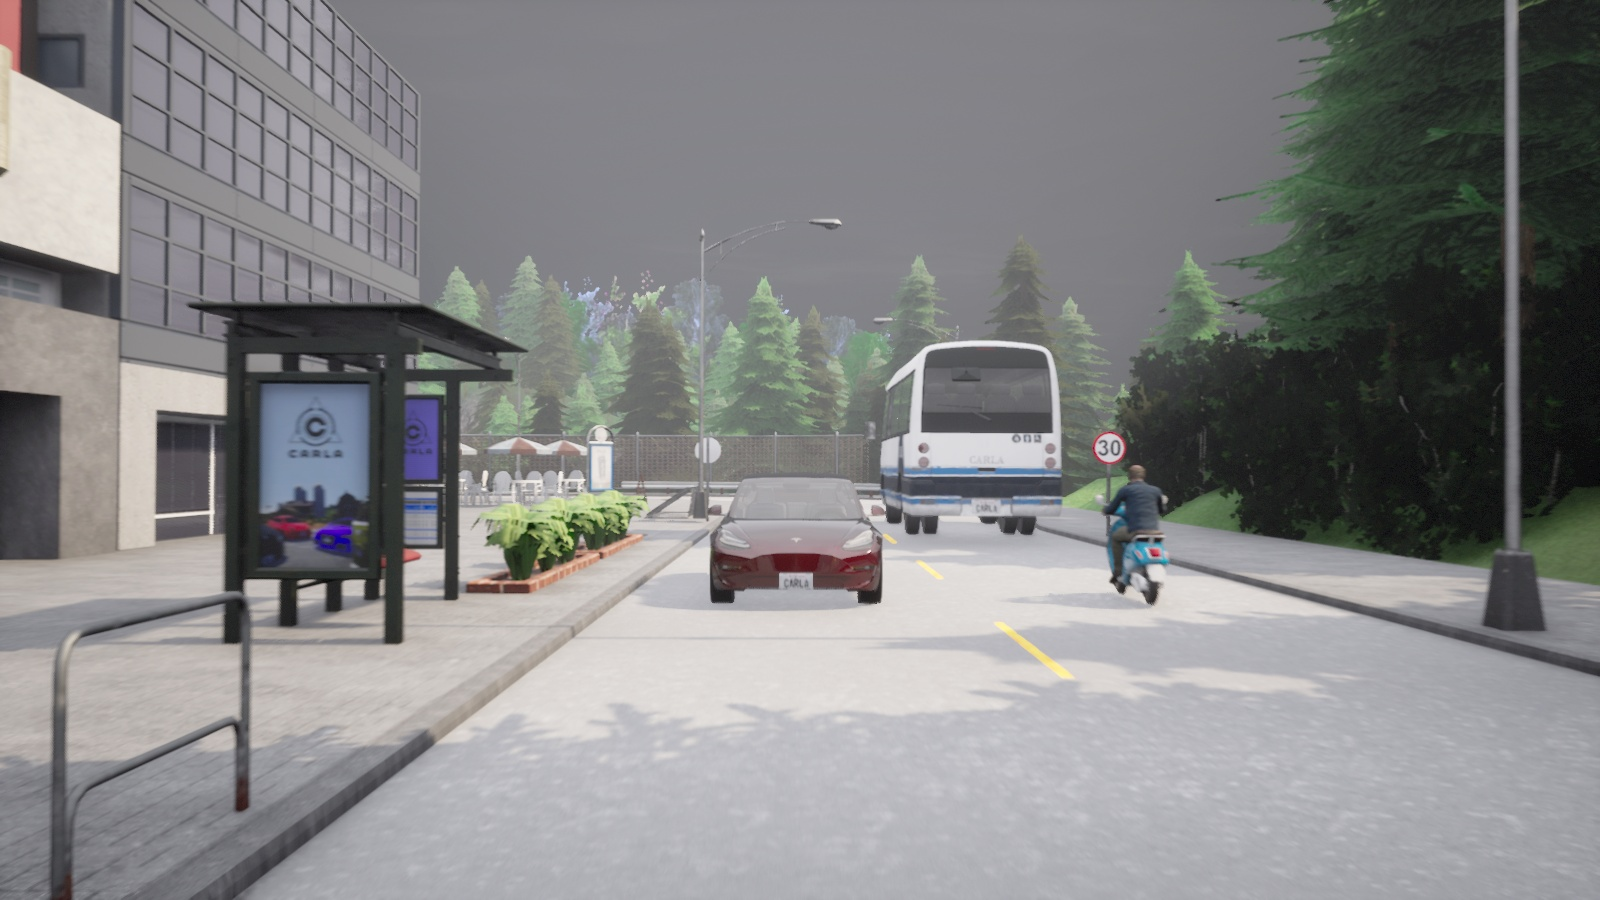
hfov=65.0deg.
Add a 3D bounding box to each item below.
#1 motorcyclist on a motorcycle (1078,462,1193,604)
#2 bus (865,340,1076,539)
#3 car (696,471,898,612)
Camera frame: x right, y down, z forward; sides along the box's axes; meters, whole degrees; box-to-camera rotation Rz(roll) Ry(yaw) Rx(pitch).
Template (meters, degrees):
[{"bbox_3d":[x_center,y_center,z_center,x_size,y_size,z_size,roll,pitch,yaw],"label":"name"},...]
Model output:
[{"bbox_3d":[3.964,0.946,14.988,0.866,1.590,1.817,0,-1,0],"label":"motorcyclist on a motorcycle"},{"bbox_3d":[3.919,-0.157,32.039,3.944,4.253,10.273,0,-1,0],"label":"bus"},{"bbox_3d":[-0.038,1.021,15.897,2.163,1.488,4.792,0,-1,0],"label":"car"}]
